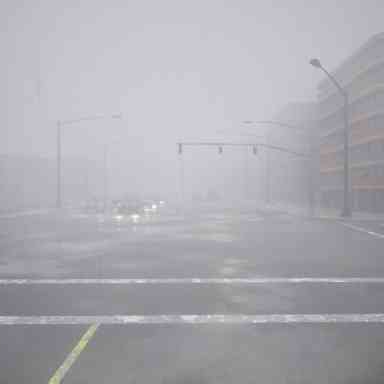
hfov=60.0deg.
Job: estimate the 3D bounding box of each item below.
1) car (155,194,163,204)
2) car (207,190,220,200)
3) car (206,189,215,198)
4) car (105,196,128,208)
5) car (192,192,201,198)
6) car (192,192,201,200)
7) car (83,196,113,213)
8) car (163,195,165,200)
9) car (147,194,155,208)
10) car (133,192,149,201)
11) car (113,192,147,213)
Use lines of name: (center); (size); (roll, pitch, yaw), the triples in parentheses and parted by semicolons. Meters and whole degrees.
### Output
car: (-6.253, 1.080, 52.650); (2.128, 1.511, 4.902); (0, 1, 0)
car: (4.487, 0.919, 65.903); (1.994, 1.385, 4.181); (0, 1, 0)
car: (4.421, 0.425, 75.886); (2.150, 2.045, 5.566); (0, 1, 0)
car: (-9.789, 1.314, 43.473); (1.994, 1.385, 4.181); (0, 1, 0)
car: (0.919, 0.649, 75.735); (2.033, 1.411, 5.357); (0, 1, 0)
car: (0.885, 0.959, 65.759); (1.895, 1.301, 4.718); (0, 1, 0)
car: (-9.818, 1.225, 34.831); (2.097, 1.767, 4.553); (0, 1, 0)
car: (-6.180, 1.012, 62.779); (1.895, 1.301, 4.718); (0, 1, 1)
car: (-6.289, 1.277, 43.369); (1.812, 1.442, 4.674); (0, 1, 0)
car: (-9.674, 0.896, 63.169); (2.128, 1.511, 4.902); (0, 1, 1)
car: (-6.320, 1.226, 34.486); (2.097, 1.767, 4.553); (0, 1, 0)
